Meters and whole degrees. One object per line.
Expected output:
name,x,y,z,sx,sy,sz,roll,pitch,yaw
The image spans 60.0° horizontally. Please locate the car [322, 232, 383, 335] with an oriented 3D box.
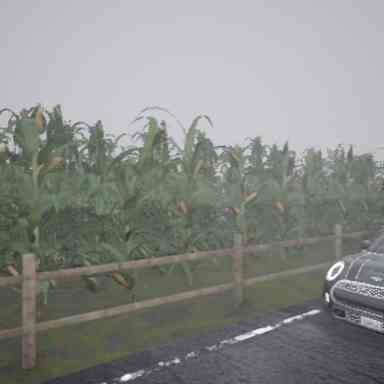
car,4.514,1.397,6.332,4.553,1.767,2.097,0,0,-36
